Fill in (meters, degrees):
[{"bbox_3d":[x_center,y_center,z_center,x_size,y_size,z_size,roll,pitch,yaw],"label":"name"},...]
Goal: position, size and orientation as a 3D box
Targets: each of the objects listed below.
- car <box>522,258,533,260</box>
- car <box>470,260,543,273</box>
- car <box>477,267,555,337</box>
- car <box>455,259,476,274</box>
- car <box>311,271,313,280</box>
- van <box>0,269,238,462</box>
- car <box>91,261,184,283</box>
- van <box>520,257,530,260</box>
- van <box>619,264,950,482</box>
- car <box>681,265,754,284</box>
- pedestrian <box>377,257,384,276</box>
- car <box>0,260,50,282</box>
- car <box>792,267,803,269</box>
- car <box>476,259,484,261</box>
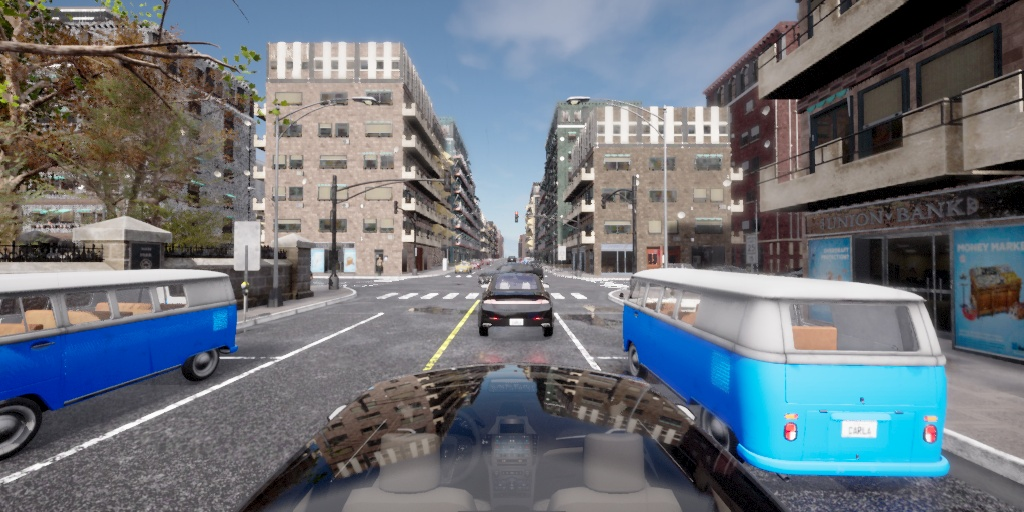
[{"bbox_3d":[2.682,1.317,48.193,2.007,1.370,4.403,0,0,0],"label":"car"},{"bbox_3d":[-0.043,1.235,23.862,5.008,1.535,1.882,0,-1,-44],"label":"car"},{"bbox_3d":[0.098,1.244,10.332,2.128,1.511,4.902,0,0,0],"label":"car"},{"bbox_3d":[-5.697,1.289,42.378,1.751,1.417,4.829,0,0,0],"label":"car"},{"bbox_3d":[-16.592,0.999,25.296,4.553,1.767,2.097,0,-1,1],"label":"car"},{"bbox_3d":[-5.657,1.092,4.603,1.690,1.789,3.998,0,0,0],"label":"van"},{"bbox_3d":[-26.418,1.119,25.410,4.674,1.442,1.812,0,-1,1],"label":"car"},{"bbox_3d":[2.680,1.112,59.477,1.690,1.789,3.998,0,0,0],"label":"van"},{"bbox_3d":[2.658,1.092,4.603,1.690,1.789,3.998,0,0,0],"label":"van"},{"bbox_3d":[16.038,1.411,28.115,4.674,1.442,1.812,0,-1,1],"label":"car"},{"bbox_3d":[-12.545,0.968,33.989,0.375,1.860,0.375,0,-1,1],"label":"pedestrian"},{"bbox_3d":[-36.517,1.044,25.535,4.892,1.490,1.837,0,-1,1],"label":"car"},{"bbox_3d":[24.906,1.548,30.588,4.313,1.339,1.948,0,0,1],"label":"car"},{"bbox_3d":[-5.700,1.209,53.833,1.967,1.591,4.097,0,0,0],"label":"car"}]
